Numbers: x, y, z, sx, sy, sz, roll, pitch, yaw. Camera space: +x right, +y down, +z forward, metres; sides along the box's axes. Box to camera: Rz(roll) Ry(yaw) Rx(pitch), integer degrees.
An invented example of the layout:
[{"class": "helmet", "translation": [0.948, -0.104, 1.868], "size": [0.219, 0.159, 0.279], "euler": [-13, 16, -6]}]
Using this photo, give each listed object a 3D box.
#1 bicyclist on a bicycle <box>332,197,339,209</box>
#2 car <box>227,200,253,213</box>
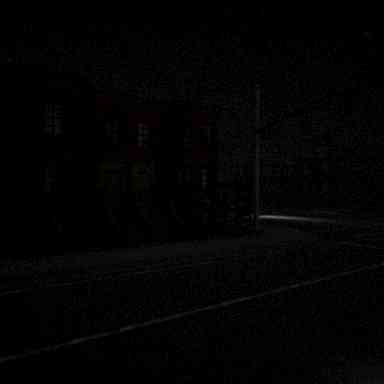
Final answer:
[{"class": "bicyclist on a bicycle", "translation": [19.100, 1.474, 44.215], "size": [1.656, 1.620, 0.582], "euler": [0, 0, -35]}, {"class": "car", "translation": [4.638, 1.596, 36.121], "size": [2.128, 1.511, 4.902], "euler": [0, 0, -35]}]
